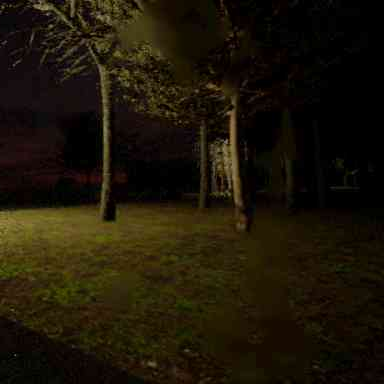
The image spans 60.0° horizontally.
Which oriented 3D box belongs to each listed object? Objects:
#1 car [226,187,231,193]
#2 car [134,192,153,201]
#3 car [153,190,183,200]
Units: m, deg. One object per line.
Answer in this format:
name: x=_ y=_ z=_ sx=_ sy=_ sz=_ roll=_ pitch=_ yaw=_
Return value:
car: x=10.109 y=-0.499 z=82.442 sx=2.128 sy=1.511 sz=4.902 roll=-3 pitch=1 yaw=34
car: x=-7.797 y=0.691 z=56.287 sx=1.812 sy=1.442 sz=4.674 roll=-3 pitch=1 yaw=34
car: x=-3.290 y=0.453 z=50.497 sx=1.812 sy=1.442 sz=4.674 roll=-3 pitch=0 yaw=34
